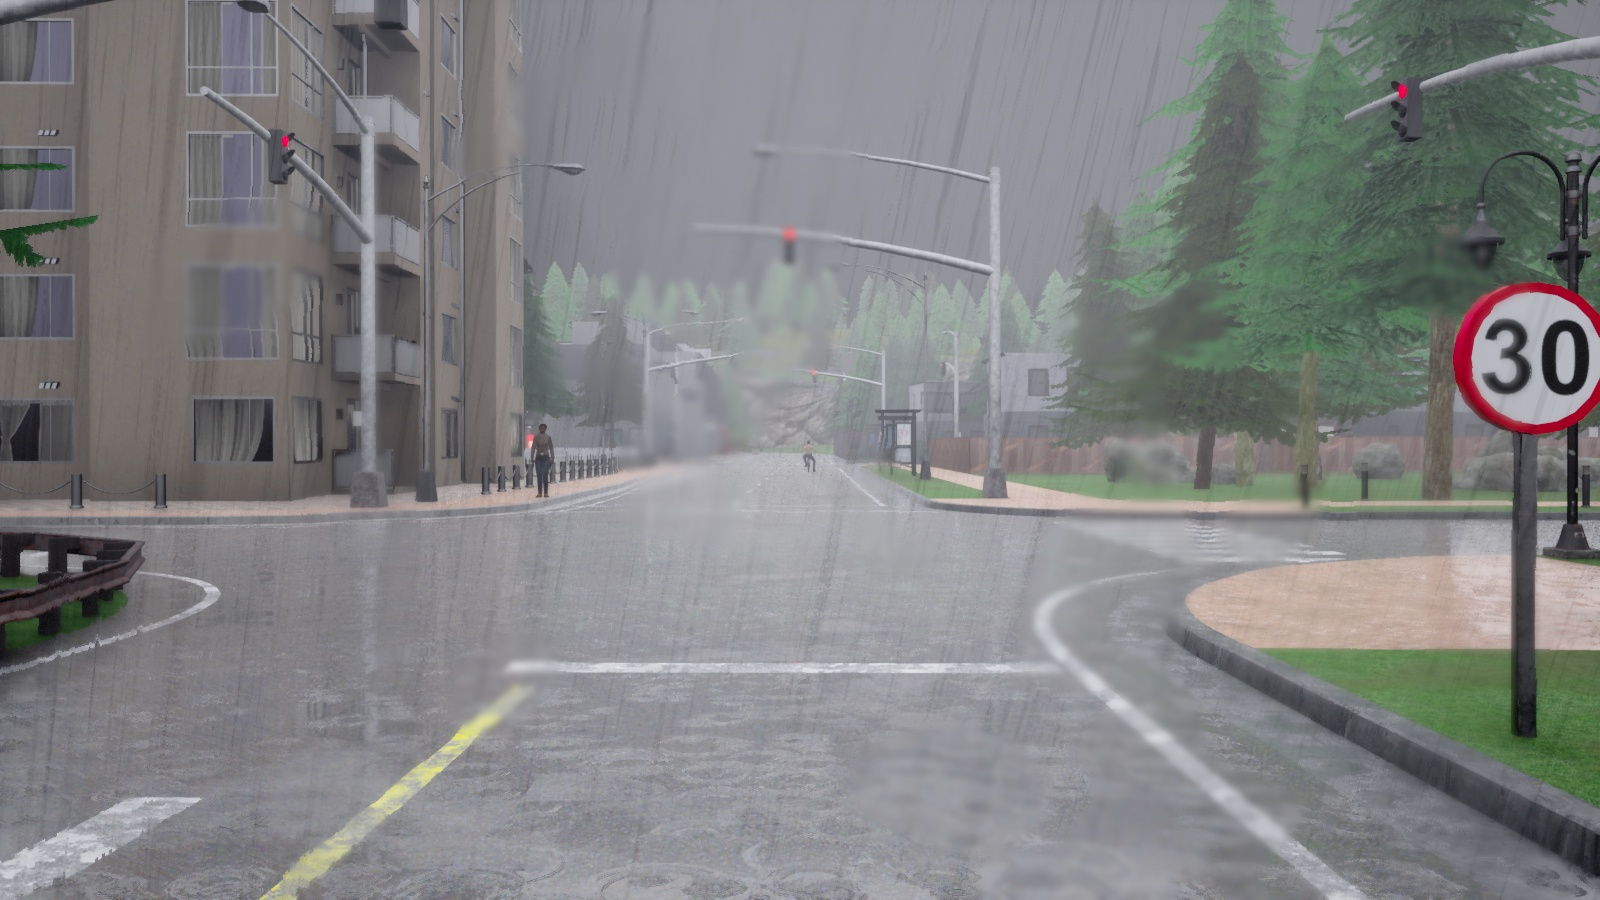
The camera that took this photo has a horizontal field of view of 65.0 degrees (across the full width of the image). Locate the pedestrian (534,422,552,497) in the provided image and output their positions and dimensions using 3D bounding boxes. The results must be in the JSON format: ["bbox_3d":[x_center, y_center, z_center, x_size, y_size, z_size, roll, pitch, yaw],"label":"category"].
[{"bbox_3d":[-6.340,0.227,30.944,0.328,1.805,0.869,0,0,-5],"label":"pedestrian"}]
